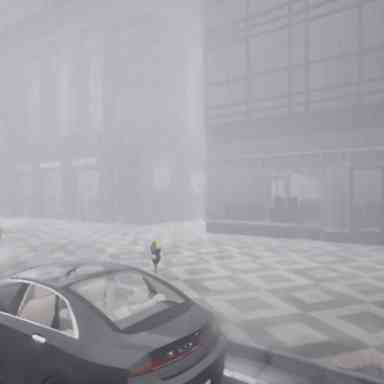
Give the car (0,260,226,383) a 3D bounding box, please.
[{"bbox_3d":[-1.686,1.585,4.278,4.403,1.369,2.008,-1,0,36],"label":"car"}]
